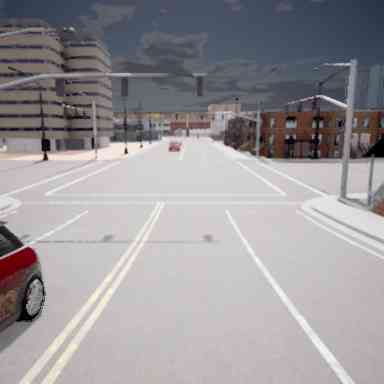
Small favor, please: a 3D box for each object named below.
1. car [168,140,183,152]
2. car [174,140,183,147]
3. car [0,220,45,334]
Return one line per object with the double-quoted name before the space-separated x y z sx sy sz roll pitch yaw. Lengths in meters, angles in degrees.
"car" -3.489 -9.013 65.651 2.150 2.045 5.566 0 11 0
"car" -3.485 -12.951 88.572 2.128 1.511 4.902 0 10 0
"car" -3.581 1.256 3.784 2.097 1.767 4.553 0 2 0
